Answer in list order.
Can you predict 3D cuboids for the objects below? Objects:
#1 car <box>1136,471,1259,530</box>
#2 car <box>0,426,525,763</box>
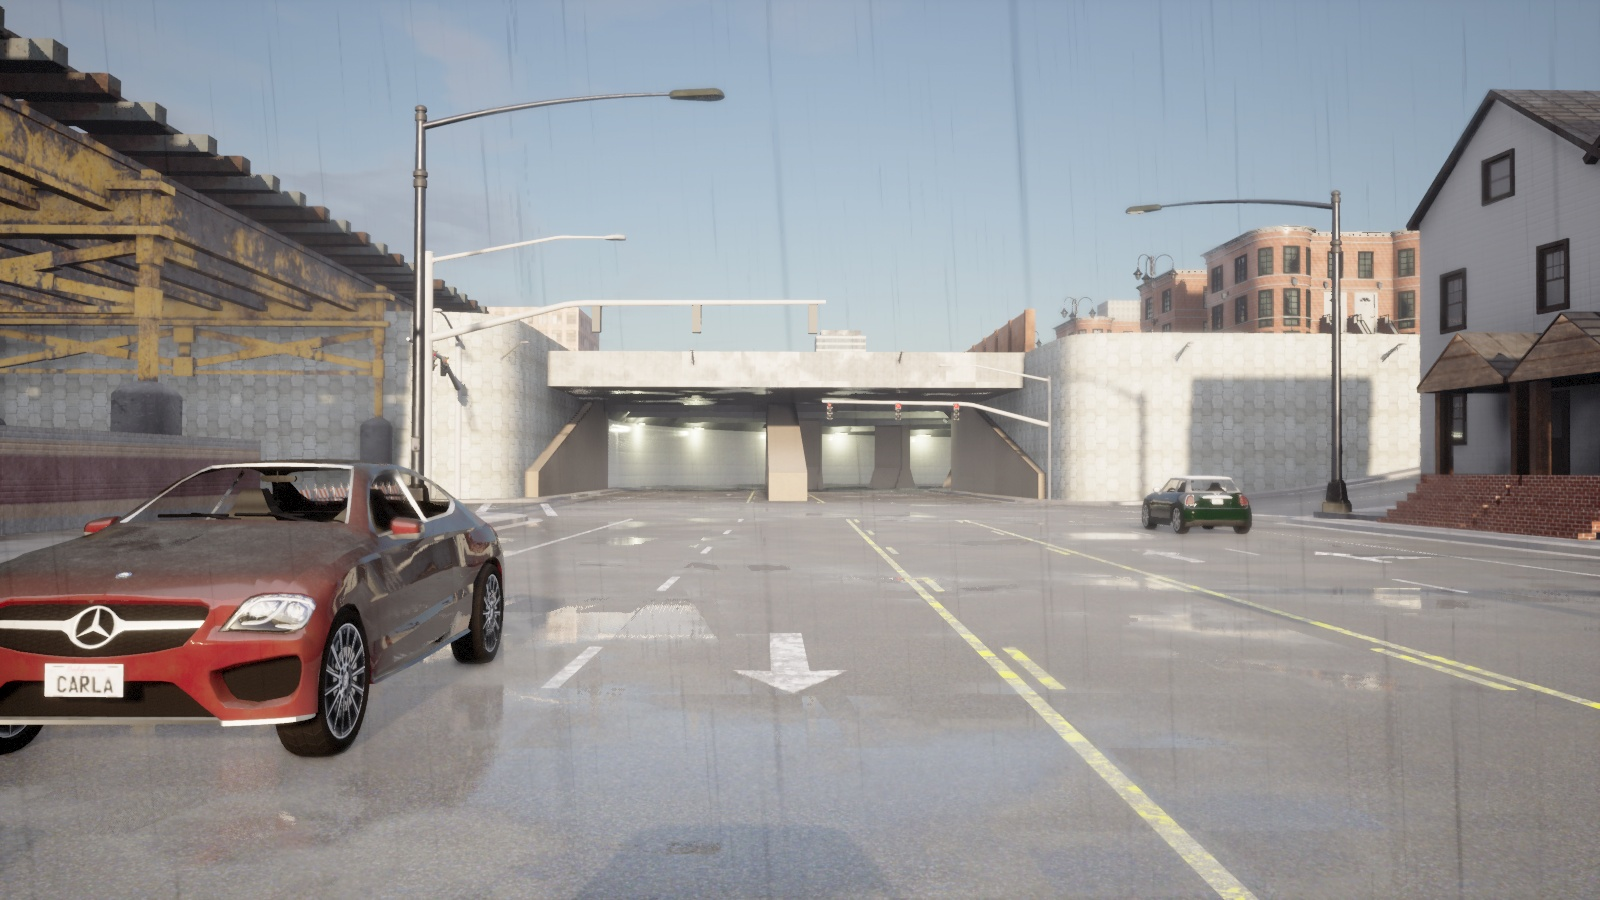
[{"bbox_3d":[10.448,1.296,33.317,1.970,1.475,3.806,0,-1,-1],"label":"car"},{"bbox_3d":[-3.521,0.753,8.692,2.152,1.651,5.027,0,-1,0],"label":"car"}]
